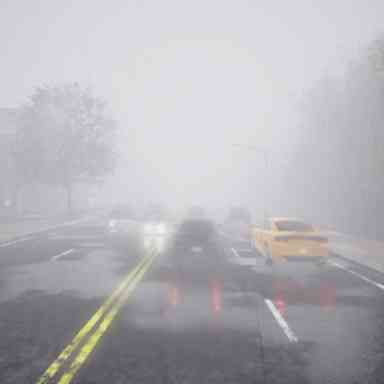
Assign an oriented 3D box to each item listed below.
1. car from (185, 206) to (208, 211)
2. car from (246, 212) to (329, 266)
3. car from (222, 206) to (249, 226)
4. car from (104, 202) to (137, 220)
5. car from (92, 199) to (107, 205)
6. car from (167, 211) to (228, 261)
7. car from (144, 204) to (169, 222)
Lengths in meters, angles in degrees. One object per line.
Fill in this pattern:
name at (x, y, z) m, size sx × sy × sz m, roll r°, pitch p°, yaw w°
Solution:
car at (0.382, 1.870, 27.941) m, size 1.812 × 1.442 × 4.674 m, roll 1°, pitch -1°, yaw 0°
car at (3.441, 1.700, 12.538) m, size 1.882 × 1.535 × 5.008 m, roll 1°, pitch -2°, yaw 1°
car at (3.622, 1.905, 26.970) m, size 1.837 × 1.490 × 4.892 m, roll 1°, pitch 0°, yaw 1°
car at (-6.269, 1.805, 30.473) m, size 1.994 × 1.385 × 4.181 m, roll 1°, pitch -1°, yaw 0°
car at (-19.666, 2.295, 72.555) m, size 4.313 × 1.339 × 1.947 m, roll 0°, pitch 1°, yaw 0°
car at (0.200, 1.686, 12.911) m, size 1.812 × 1.442 × 4.674 m, roll 1°, pitch -1°, yaw 1°
car at (-3.027, 1.782, 29.153) m, size 2.128 × 1.511 × 4.902 m, roll 1°, pitch -1°, yaw 0°
